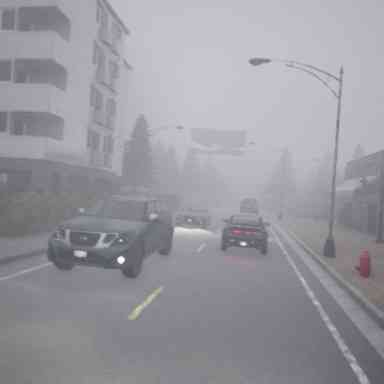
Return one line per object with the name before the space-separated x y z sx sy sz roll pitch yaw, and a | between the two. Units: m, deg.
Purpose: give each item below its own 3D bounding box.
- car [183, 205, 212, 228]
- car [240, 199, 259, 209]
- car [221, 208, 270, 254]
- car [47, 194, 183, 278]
car | 0.217 1.655 23.124 1.994 1.385 4.181 4 0 10
car | 6.933 1.941 40.325 2.150 2.045 5.566 4 -3 10
car | 2.400 1.726 14.986 1.837 1.490 4.892 4 0 10
car | -2.057 1.111 10.356 2.150 2.045 5.566 4 0 10
